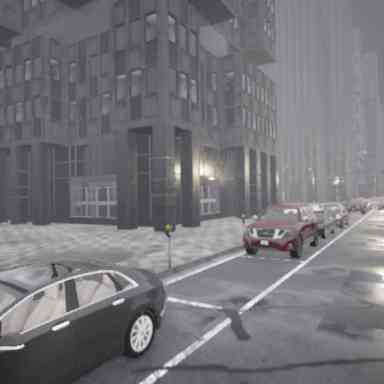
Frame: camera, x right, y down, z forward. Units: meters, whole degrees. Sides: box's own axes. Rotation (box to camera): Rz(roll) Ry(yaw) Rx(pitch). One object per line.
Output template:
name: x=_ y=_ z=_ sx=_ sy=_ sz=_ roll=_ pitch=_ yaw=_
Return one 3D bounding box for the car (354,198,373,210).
car: x=24.286 y=1.690 z=47.021 sx=1.967 sy=1.590 sz=4.097 roll=-2 pitch=-1 yaw=31

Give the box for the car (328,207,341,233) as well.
car: x=6.730 y=1.703 z=18.357 sx=1.947 sy=1.339 sz=4.313 roll=-2 pitch=-1 yaw=31

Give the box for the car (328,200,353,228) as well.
car: x=9.654 y=1.595 z=23.136 sx=1.967 sy=1.590 sz=4.097 roll=-2 pitch=-1 yaw=31

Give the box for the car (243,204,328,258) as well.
car: x=3.799 y=1.433 z=13.584 sx=2.192 sy=1.841 sz=5.009 roll=-2 pitch=-1 yaw=31

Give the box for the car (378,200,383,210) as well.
car: x=26.611 y=1.745 z=45.518 sx=2.033 sy=1.411 sz=5.357 roll=-1 pitch=-1 yaw=31

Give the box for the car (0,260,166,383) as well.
car: x=-2.049 y=1.632 z=4.027 sx=2.008 sy=1.369 sz=4.403 roll=-2 pitch=-1 yaw=31

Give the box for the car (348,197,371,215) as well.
car: x=18.431 y=1.527 z=37.469 sx=2.192 sy=1.841 sz=5.009 roll=-2 pitch=-1 yaw=31
